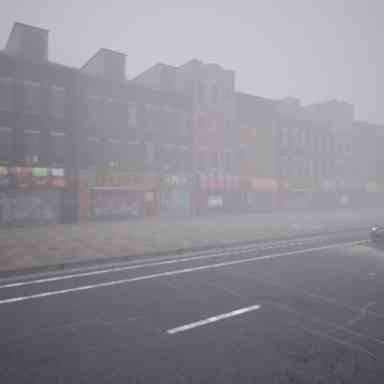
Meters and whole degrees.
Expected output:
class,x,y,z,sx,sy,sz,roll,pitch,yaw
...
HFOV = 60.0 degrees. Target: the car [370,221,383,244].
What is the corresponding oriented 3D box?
class,x,y,z,sx,sy,sz,roll,pitch,yaw
car,9.722,1.515,14.607,4.674,1.442,1.812,0,0,-35
